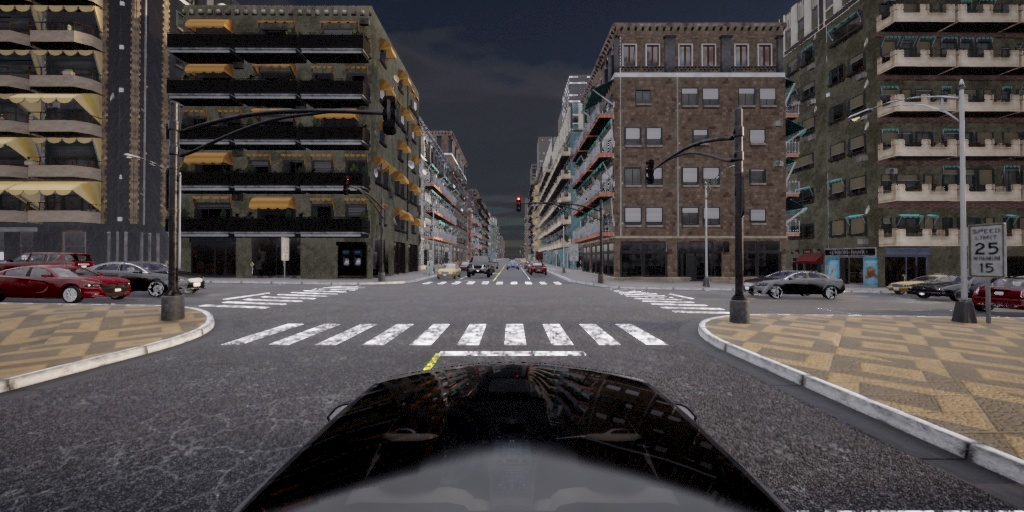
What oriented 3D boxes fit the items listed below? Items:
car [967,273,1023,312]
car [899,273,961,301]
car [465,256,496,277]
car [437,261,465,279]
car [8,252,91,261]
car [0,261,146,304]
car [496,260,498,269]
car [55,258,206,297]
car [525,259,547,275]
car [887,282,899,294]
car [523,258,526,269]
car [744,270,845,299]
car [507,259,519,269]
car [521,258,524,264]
[{"bbox_3d":[20.843,1.500,13.920,4.097,1.591,1.967,0,0,0],"label":"car"},{"bbox_3d":[25.178,1.732,19.710,5.357,1.411,2.033,1,-1,0],"label":"car"},{"bbox_3d":[-3.076,0.979,35.167,2.150,2.045,5.566,0,0,0],"label":"car"},{"bbox_3d":[-5.668,1.282,32.590,1.751,1.417,4.829,0,0,0],"label":"car"},{"bbox_3d":[-28.632,0.686,21.928,5.009,1.841,2.192,0,0,0],"label":"car"},{"bbox_3d":[-17.254,1.011,13.626,4.507,1.381,1.888,0,0,0],"label":"car"},{"bbox_3d":[-3.068,1.265,45.206,1.837,1.490,4.892,0,0,0],"label":"car"},{"bbox_3d":[-16.738,0.991,16.233,4.902,1.511,2.128,1,-1,-1],"label":"car"},{"bbox_3d":[2.717,1.303,38.263,1.888,1.381,4.507,0,0,0],"label":"car"},{"bbox_3d":[26.261,1.754,22.272,4.829,1.417,1.751,0,0,0],"label":"car"},{"bbox_3d":[2.721,1.200,43.787,1.967,1.591,4.097,0,0,0],"label":"car"},{"bbox_3d":[15.318,1.522,19.647,4.902,1.511,2.128,1,-1,-1],"label":"car"},{"bbox_3d":[0.138,1.311,55.656,2.033,1.411,5.357,0,0,0],"label":"car"},{"bbox_3d":[2.729,1.346,54.834,1.802,1.307,4.207,0,0,0],"label":"car"}]
